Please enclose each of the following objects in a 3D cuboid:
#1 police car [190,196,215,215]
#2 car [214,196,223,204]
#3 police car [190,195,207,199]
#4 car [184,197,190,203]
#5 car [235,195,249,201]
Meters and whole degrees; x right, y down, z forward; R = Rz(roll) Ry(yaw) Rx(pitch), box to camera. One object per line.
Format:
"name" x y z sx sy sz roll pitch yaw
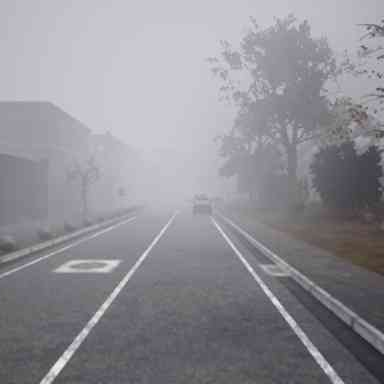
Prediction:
"police car" 1.057 1.559 35.204 1.930 1.638 5.238 0 0 0
"car" 4.818 1.594 69.090 1.882 1.535 5.008 0 0 25
"police car" 1.110 1.582 45.142 1.930 1.638 5.238 0 0 1
"car" -0.023 1.725 73.654 2.033 1.411 5.357 0 0 17
"car" 12.271 1.445 81.529 1.812 1.442 4.674 -1 0 40
